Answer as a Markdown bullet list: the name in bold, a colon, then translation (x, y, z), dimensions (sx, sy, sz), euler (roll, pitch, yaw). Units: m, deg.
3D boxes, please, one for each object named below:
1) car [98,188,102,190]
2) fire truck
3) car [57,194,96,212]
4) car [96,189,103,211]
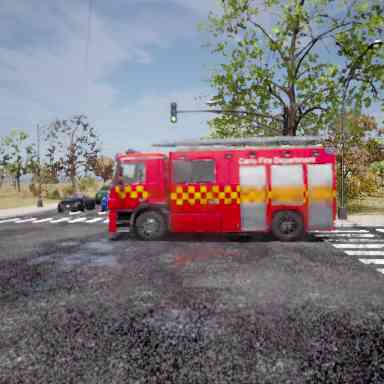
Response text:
- **car**: translation (-9.084, 0.251, 37.173), dimensions (2.150, 2.045, 5.566), euler (0, 1, 2)
- **fire truck**: translation (1.109, -0.121, 13.470), dimensions (8.468, 3.827, 2.891), euler (-1, 2, 5)
- **car**: translation (-9.387, 0.854, 27.324), dimensions (1.994, 1.385, 4.181), euler (0, 2, 2)
- **car**: translation (-6.116, 0.731, 27.978), dimensions (1.882, 1.535, 5.008), euler (0, 2, 2)
